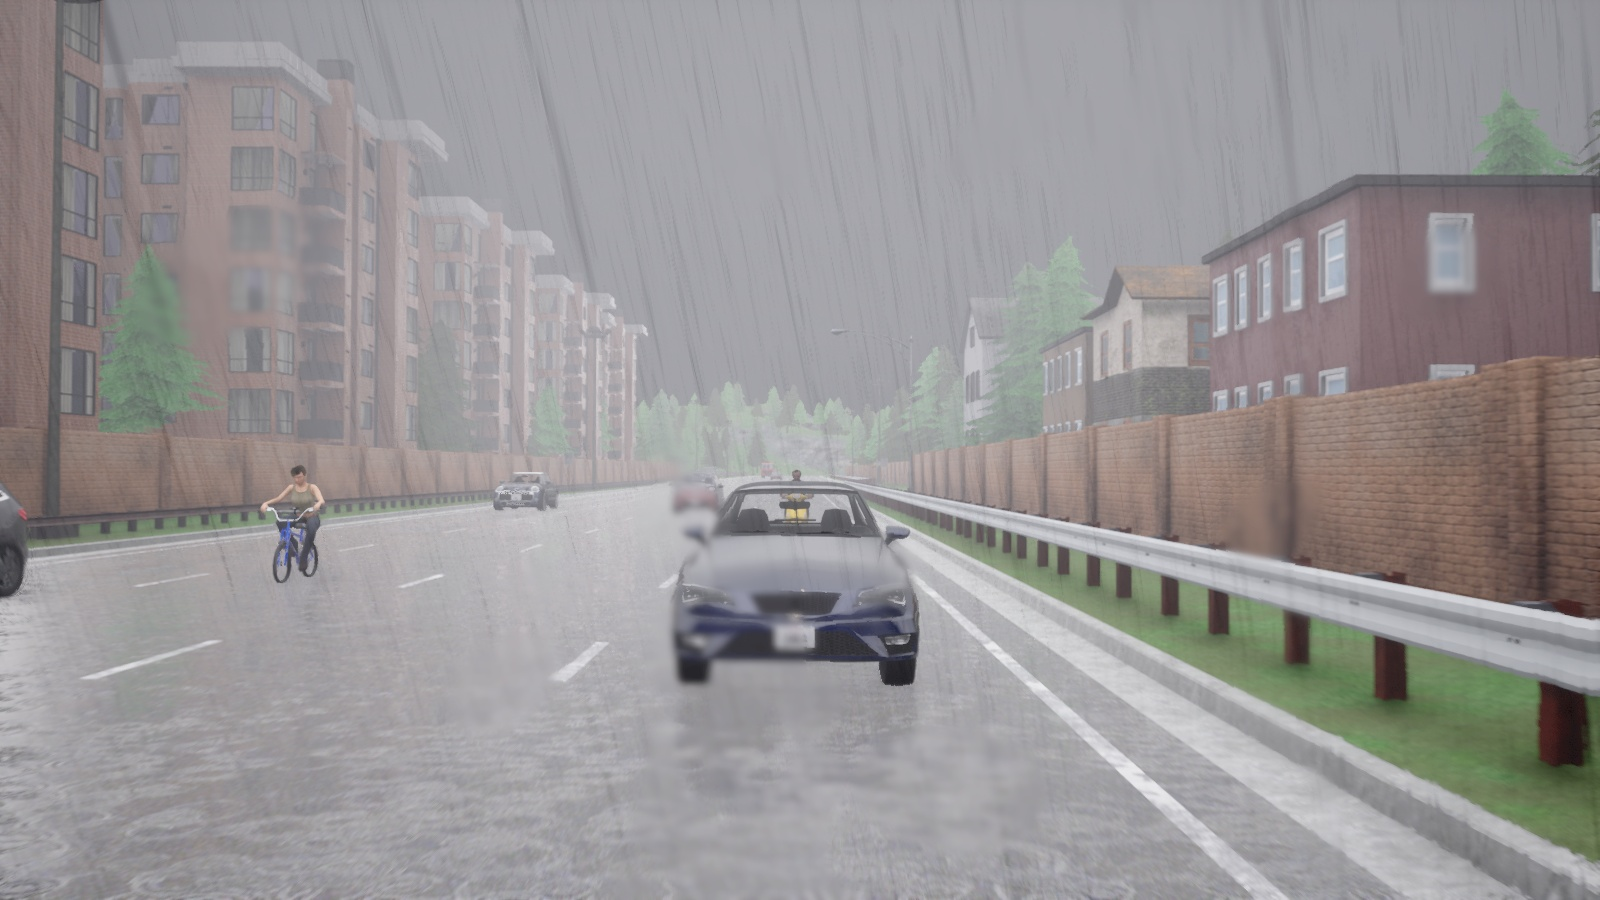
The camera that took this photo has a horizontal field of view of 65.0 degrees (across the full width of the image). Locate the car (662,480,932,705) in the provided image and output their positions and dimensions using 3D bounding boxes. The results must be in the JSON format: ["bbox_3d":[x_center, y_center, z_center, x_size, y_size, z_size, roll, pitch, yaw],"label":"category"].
[{"bbox_3d":[-0.026,1.005,10.546,1.816,1.474,4.193,0,-1,0],"label":"car"}]

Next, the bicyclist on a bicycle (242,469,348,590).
[{"bbox_3d":[-7.038,1.073,17.569,0.866,1.612,1.509,0,-1,0],"label":"bicyclist on a bicycle"}]

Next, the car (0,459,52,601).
[{"bbox_3d":[-10.533,0.927,13.495,2.242,1.667,4.611,0,-1,0],"label":"car"}]

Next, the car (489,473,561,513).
[{"bbox_3d":[-10.618,1.638,48.720,1.970,1.475,3.806,0,-1,0],"label":"car"}]

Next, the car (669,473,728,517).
[{"bbox_3d":[-3.609,1.597,45.071,1.845,1.501,3.633,0,-1,0],"label":"car"}]
